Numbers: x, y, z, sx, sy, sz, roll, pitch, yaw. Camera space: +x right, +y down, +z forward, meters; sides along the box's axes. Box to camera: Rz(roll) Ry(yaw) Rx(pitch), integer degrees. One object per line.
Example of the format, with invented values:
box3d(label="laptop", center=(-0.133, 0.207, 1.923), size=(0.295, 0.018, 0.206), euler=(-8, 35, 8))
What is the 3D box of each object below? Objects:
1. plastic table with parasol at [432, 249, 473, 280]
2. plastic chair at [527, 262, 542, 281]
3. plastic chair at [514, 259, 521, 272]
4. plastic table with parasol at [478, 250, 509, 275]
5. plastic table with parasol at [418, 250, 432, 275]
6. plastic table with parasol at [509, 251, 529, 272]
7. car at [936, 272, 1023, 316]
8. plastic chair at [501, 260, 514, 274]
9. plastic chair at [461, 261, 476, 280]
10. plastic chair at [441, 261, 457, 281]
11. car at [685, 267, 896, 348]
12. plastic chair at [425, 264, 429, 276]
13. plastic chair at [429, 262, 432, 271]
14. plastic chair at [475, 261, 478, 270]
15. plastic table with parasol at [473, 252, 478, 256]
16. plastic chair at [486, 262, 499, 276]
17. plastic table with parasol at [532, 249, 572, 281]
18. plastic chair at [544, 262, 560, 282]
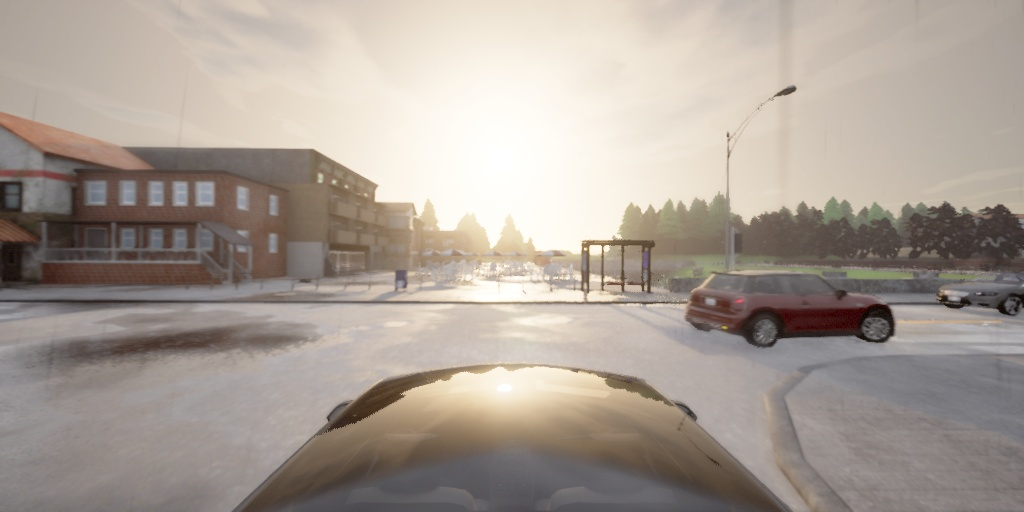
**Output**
box3d(label="plastic table with parasol", center=(-4.730, 0.656, 28.806), size=(2.482, 2.480, 2.482), euler=(0, 0, -1))
box3d(label="plastic chair", center=(1.761, 1.292, 28.196), size=(0.730, 1.272, 0.750), euler=(0, 0, -1))
box3d(label="plastic chair", center=(0.325, 1.287, 42.306), size=(0.750, 1.272, 0.730), euler=(0, 0, -2))
box3d(label="plastic table with parasol", center=(-1.819, 0.671, 35.837), size=(2.482, 2.480, 2.482), euler=(0, 0, -1))
box3d(label="plastic table with parasol", center=(-7.732, 0.642, 35.346), size=(2.482, 2.480, 2.482), euler=(0, 0, -1))
box3d(label="plastic table with parasol", center=(0.421, 0.684, 43.486), size=(2.482, 2.480, 2.482), euler=(0, 0, -1))
box3d(label="car", center=(18.907, 1.339, 13.390), size=(4.902, 1.511, 2.128), euler=(0, 0, -1))
box3d(label="plastic chair", center=(-0.468, 1.282, 35.760), size=(0.730, 1.272, 0.750), euler=(0, 0, -1))
box3d(label="plastic chair", center=(-3.449, 1.266, 28.708), size=(0.730, 1.272, 0.750), euler=(0, 0, -1))
box3d(label="plastic chair", center=(-4.830, 1.259, 27.584), size=(0.750, 1.272, 0.730), euler=(0, 0, -1))
box3d(label="car", center=(6.902, 1.138, 9.050), size=(4.553, 1.767, 2.097), euler=(0, 0, -10))
box3d(label="plastic chair", center=(-7.638, 1.246, 34.169), size=(0.750, 1.272, 0.730), euler=(0, 0, -2))
box3d(label="plastic chair", center=(-6.052, 1.253, 28.864), size=(0.730, 1.272, 0.750), euler=(0, 0, -1))
box3d(label="plastic chair", center=(-3.071, 1.269, 35.915), size=(0.730, 1.272, 0.750), euler=(0, 0, -1))
box3d(label="plastic table with parasol", center=(-5.476, 0.655, 50.307), size=(2.482, 2.480, 2.482), euler=(0, 0, -1))
box3d(label="plastic chair", center=(-1.849, 1.275, 34.636), size=(0.750, 1.272, 0.730), euler=(0, 0, -1))
box3d(label="plastic table with parasol", center=(3.101, 0.695, 28.189), size=(2.482, 2.480, 2.482), euler=(0, 0, -1))
box3d(label="plastic chair", center=(2.983, 1.298, 26.917), size=(0.750, 1.272, 0.730), euler=(0, 0, -1))
